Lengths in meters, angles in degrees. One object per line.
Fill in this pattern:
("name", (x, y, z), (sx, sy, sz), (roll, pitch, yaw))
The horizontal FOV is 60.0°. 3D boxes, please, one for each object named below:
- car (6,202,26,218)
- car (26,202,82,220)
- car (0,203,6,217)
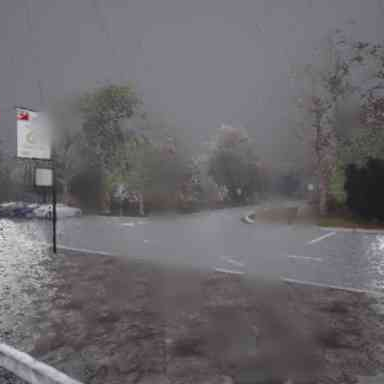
("car", (-15.325, 1.798, 33.460), (2.097, 1.535, 5.008), (-1, 0, 36))
("car", (-12.767, 1.805, 31.624), (2.002, 1.452, 4.674), (-1, 0, 36))
("car", (-17.996, 1.834, 35.352), (2.231, 1.521, 4.892), (-1, 0, 35))
